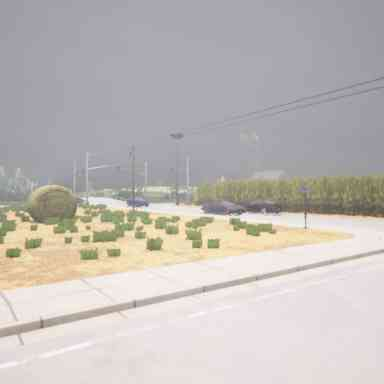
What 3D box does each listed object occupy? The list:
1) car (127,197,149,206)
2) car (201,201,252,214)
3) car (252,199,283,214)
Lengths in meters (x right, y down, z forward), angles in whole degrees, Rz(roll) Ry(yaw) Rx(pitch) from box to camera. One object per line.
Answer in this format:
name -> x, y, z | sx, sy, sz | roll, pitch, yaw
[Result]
car -> -8.119, 1.498, 49.772 | 1.882, 1.535, 5.008 | 0, 0, -33
car -> 3.067, 1.564, 33.216 | 2.033, 1.411, 5.357 | 0, 0, -35
car -> 6.968, 1.493, 34.106 | 1.882, 1.535, 5.008 | 0, 0, -35
